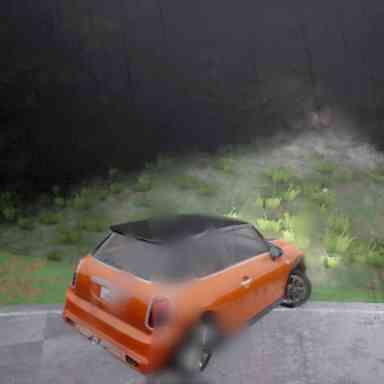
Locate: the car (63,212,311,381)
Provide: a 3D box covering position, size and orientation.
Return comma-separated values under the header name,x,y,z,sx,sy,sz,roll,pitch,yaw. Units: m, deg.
name,x,y,z,sx,sy,sz,roll,pitch,yaw
car,0.317,1.161,5.670,2.097,1.767,4.553,9,9,38
